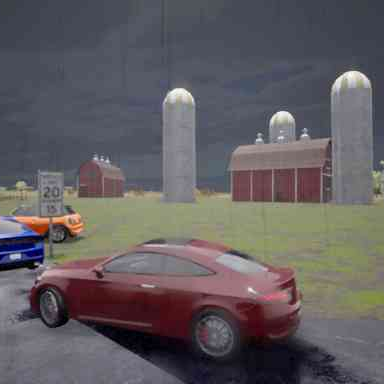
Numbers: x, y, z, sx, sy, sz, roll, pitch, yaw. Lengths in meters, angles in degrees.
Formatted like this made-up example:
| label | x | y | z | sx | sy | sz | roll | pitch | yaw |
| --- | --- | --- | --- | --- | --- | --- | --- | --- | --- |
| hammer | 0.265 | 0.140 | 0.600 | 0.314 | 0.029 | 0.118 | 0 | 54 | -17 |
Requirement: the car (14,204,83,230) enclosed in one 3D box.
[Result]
| label | x | y | z | sx | sy | sz | roll | pitch | yaw |
| --- | --- | --- | --- | --- | --- | --- | --- | --- | --- |
| car | -7.617 | 1.371 | 15.732 | 4.553 | 1.767 | 2.097 | 0 | 0 | -3 |

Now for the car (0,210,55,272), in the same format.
| label | x | y | z | sx | sy | sz | roll | pitch | yaw |
| --- | --- | --- | --- | --- | --- | --- | --- | --- | --- |
| car | -6.286 | 1.481 | 10.091 | 5.008 | 1.535 | 1.882 | 0 | 0 | 43 |

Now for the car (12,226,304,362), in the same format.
| label | x | y | z | sx | sy | sz | roll | pitch | yaw |
| --- | --- | --- | --- | --- | --- | --- | --- | --- | --- |
| car | -0.559 | 1.529 | 5.696 | 4.674 | 1.442 | 1.812 | 0 | 0 | 22 |
